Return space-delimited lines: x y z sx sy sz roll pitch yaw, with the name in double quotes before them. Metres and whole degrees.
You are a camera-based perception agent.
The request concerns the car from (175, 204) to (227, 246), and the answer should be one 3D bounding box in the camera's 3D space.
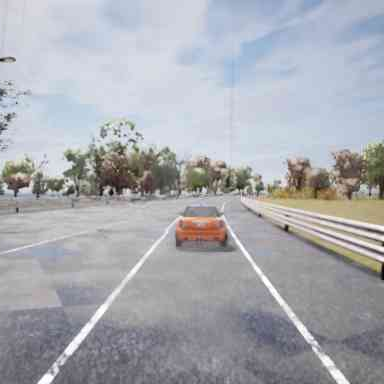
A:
"car" 0.434 1.311 15.131 2.097 1.767 4.553 0 0 2
